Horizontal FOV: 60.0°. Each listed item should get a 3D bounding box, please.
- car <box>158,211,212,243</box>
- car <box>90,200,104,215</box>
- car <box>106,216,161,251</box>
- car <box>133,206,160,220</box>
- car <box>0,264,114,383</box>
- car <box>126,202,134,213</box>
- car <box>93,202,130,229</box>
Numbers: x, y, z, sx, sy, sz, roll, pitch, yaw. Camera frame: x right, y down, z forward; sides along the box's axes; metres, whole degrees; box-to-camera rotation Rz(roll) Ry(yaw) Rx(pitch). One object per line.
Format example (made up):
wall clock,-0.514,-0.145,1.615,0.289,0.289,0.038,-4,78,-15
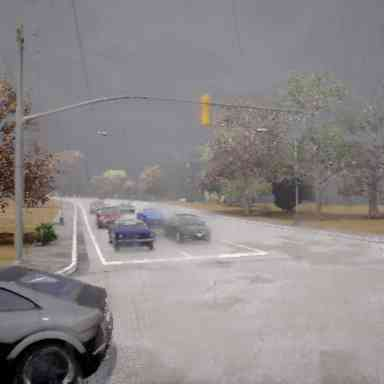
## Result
car,-0.375,2.096,19.841,1.837,1.490,4.892,0,-1,-19
car,-11.974,1.893,42.705,2.097,1.767,4.553,0,1,-19
car,-3.204,2.148,17.278,1.895,1.301,4.718,0,-1,-18
car,-3.602,2.178,29.151,1.882,1.535,5.008,0,0,-19
car,-3.192,1.738,4.454,4.181,1.385,1.994,0,-2,-11
car,-8.686,2.102,43.902,2.033,1.411,5.357,0,1,-19
car,-6.770,2.037,27.608,2.097,1.767,4.553,0,0,-19
